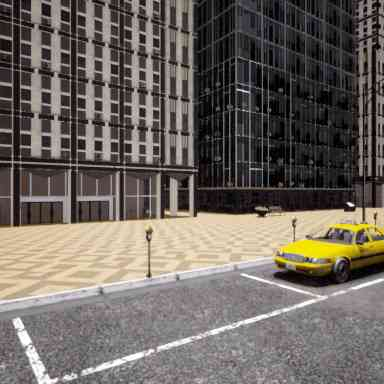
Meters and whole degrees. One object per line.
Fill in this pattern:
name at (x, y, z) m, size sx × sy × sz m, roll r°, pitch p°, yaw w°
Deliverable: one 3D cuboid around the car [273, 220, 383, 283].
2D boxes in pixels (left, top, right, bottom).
car at (4.421, 1.526, 9.667) m, size 4.829 × 1.417 × 1.752 m, roll 0°, pitch 0°, yaw -35°
